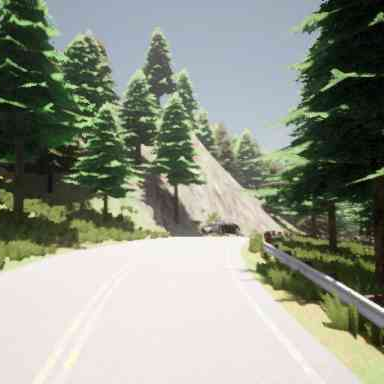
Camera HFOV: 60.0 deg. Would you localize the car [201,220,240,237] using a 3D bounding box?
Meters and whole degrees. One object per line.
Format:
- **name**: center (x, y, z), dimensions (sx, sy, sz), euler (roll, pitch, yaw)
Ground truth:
- **car**: center (2.626, 3.241, 29.921), dimensions (2.128, 1.511, 4.902), euler (-4, -9, 33)
